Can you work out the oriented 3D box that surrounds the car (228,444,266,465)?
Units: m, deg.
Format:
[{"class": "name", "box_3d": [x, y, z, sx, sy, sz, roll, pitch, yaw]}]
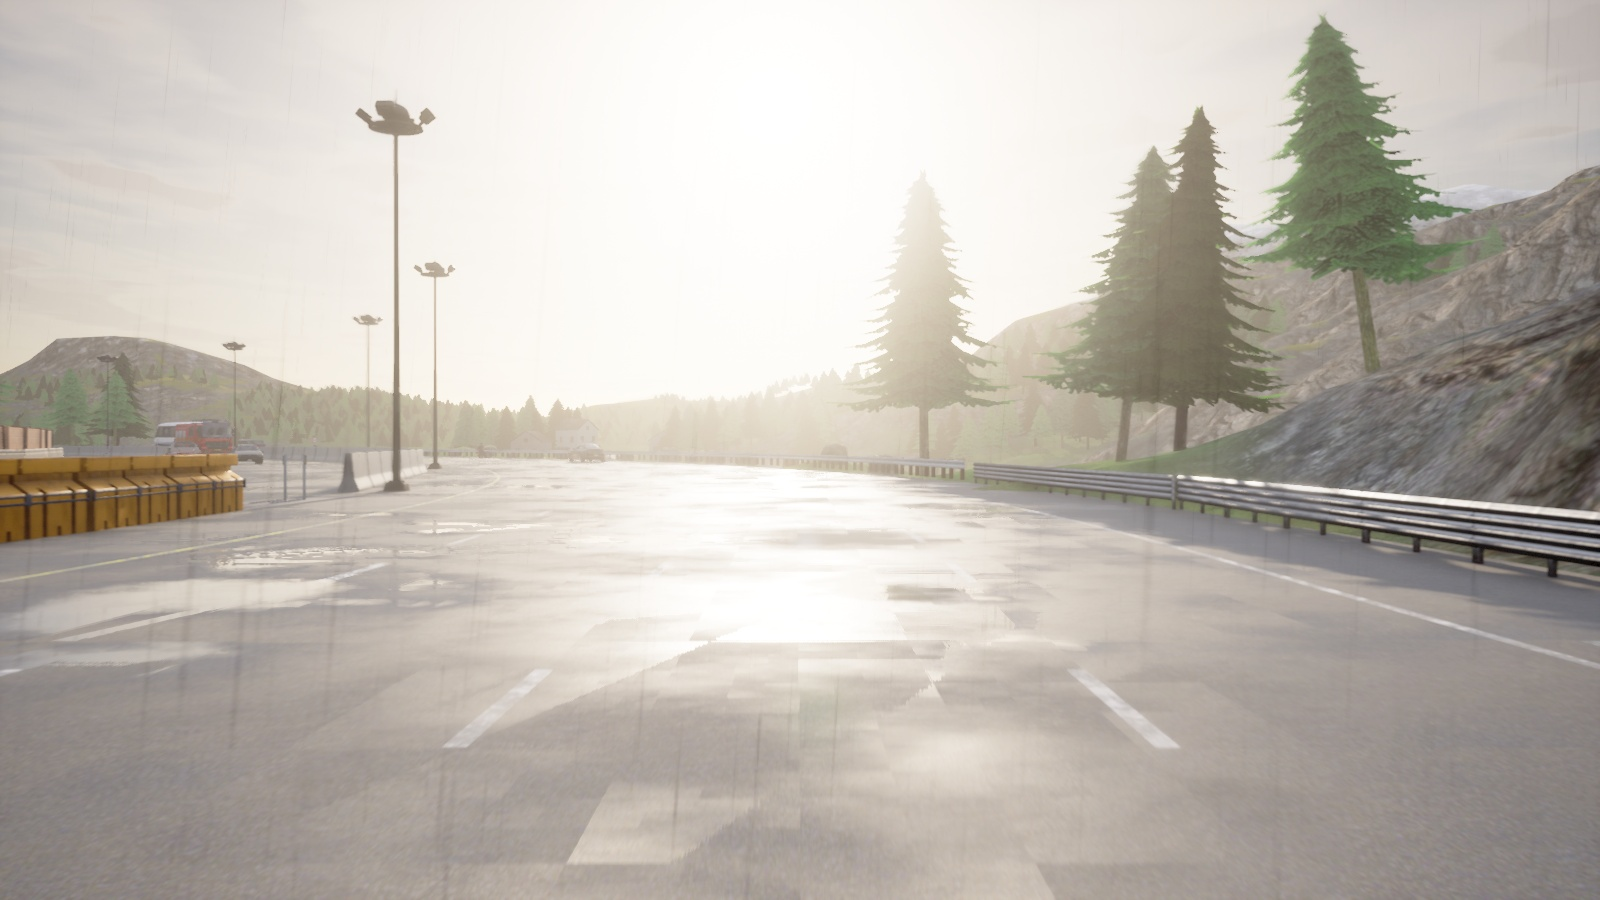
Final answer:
[{"class": "car", "box_3d": [-38.730, 0.267, 87.906, 2.033, 1.411, 5.357, 0, 0, -28]}]
